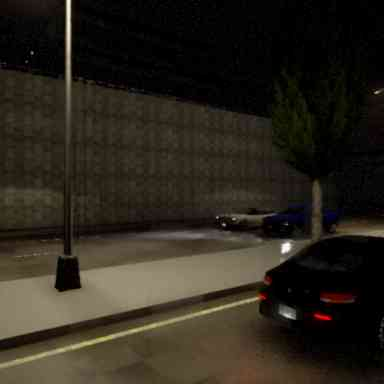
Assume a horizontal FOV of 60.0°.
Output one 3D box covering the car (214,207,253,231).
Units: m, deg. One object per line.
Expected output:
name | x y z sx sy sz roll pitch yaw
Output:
car | 3.684 1.600 20.631 4.718 1.301 1.895 0 0 -35

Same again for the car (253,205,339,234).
car | 5.887 1.477 17.902 5.008 1.535 1.882 0 0 -35

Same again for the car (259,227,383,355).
car | 3.227 1.525 6.042 4.674 1.442 1.812 0 0 -35
